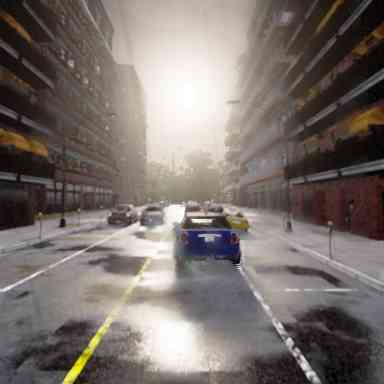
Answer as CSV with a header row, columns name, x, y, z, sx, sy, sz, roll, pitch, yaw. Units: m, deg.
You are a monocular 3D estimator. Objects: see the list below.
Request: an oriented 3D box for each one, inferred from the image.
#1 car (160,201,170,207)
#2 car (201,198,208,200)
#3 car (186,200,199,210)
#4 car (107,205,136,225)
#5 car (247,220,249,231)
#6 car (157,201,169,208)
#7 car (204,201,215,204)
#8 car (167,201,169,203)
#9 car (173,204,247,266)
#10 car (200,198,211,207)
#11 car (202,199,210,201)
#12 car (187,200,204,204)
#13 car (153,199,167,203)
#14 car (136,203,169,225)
name,x,y,z,sx,sy,sz,roll,pitch,yaw
car,-5.814,2.539,72.240,1.802,1.307,4.206,1,-1,0
car,2.835,2.359,61.072,2.008,1.369,4.403,1,-1,0
car,0.096,2.259,58.013,2.128,1.511,4.902,0,-1,0
car,-5.699,1.806,27.700,1.967,1.590,4.097,1,-1,0
car,2.708,1.819,22.269,1.752,1.417,4.829,1,-1,0
car,-5.813,2.449,66.672,1.947,1.339,4.313,1,-1,0
car,2.770,2.087,39.443,1.947,1.339,4.313,1,-1,0
car,-5.810,2.124,61.107,2.192,1.841,5.009,1,-1,0
car,0.381,1.516,12.384,2.097,1.767,4.553,0,-1,-4
car,2.837,2.272,72.210,2.192,1.841,5.009,1,-1,0
car,2.835,2.188,50.107,1.752,1.417,4.829,1,-1,0
car,0.097,2.004,39.895,1.882,1.535,5.008,0,0,0
car,-5.813,2.285,55.537,2.008,1.369,4.403,1,-1,0
car,-3.100,1.885,27.245,1.812,1.442,4.674,0,-1,0
